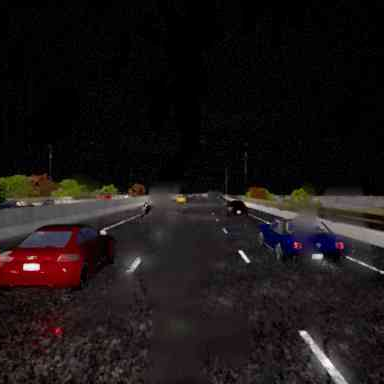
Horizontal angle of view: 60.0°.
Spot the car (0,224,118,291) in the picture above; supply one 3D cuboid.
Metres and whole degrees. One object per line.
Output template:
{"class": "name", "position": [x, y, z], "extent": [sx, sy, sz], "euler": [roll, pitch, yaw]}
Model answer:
{"class": "car", "position": [-3.361, 1.540, 8.995], "extent": [1.994, 1.385, 4.181], "euler": [0, 0, 0]}

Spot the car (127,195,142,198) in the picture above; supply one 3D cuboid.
{"class": "car", "position": [-12.348, 1.383, 74.463], "extent": [2.128, 1.511, 4.902], "euler": [0, 0, 2]}

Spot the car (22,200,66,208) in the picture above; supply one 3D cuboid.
{"class": "car", "position": [-13.770, 1.476, 32.170], "extent": [2.033, 1.411, 5.357], "euler": [0, 0, 1]}

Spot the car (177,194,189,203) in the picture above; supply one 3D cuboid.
{"class": "car", "position": [-2.096, 1.372, 68.380], "extent": [1.801, 1.575, 5.366], "euler": [0, 0, 2]}

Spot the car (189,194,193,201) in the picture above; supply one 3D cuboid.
{"class": "car", "position": [-1.629, 1.272, 79.118], "extent": [2.097, 1.767, 4.553], "euler": [0, 0, 3]}

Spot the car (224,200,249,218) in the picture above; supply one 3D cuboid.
{"class": "car", "position": [3.884, 1.466, 29.543], "extent": [1.812, 1.442, 4.674], "euler": [0, 0, 1]}

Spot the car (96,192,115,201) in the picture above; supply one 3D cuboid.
{"class": "car", "position": [-19.400, 1.053, 73.428], "extent": [2.150, 2.045, 5.566], "euler": [0, 0, 2]}

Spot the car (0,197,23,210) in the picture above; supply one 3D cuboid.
{"class": "car", "position": [-17.271, 1.474, 32.250], "extent": [2.033, 1.411, 5.357], "euler": [0, 0, 1]}

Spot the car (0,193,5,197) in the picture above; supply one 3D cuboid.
{"class": "car", "position": [-20.749, 1.148, 33.065], "extent": [2.150, 2.045, 5.566], "euler": [0, 0, 1]}

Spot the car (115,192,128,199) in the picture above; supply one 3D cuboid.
{"class": "car", "position": [-15.845, 1.079, 74.590], "extent": [2.150, 2.045, 5.566], "euler": [0, 0, 2]}

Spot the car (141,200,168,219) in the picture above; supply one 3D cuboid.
{"class": "car", "position": [-3.140, 1.431, 28.276], "extent": [2.128, 1.511, 4.902], "euler": [0, 0, 1]}

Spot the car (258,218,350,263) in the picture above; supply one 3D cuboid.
{"class": "car", "position": [3.655, 1.573, 11.843], "extent": [1.895, 1.301, 4.718], "euler": [0, 0, 0]}
